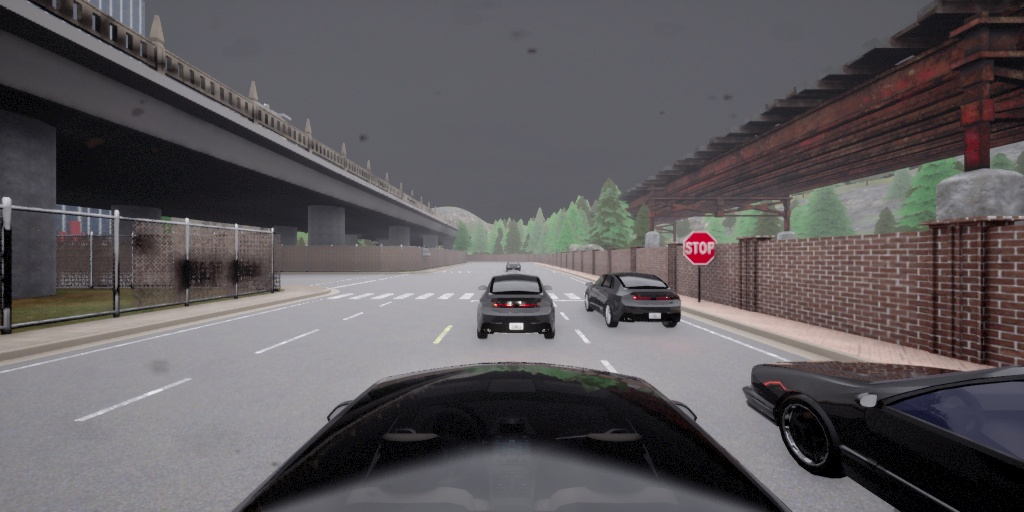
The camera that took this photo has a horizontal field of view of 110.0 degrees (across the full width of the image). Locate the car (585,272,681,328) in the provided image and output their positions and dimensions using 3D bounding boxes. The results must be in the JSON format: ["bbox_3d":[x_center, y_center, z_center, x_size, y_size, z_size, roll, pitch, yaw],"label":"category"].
[{"bbox_3d":[3.596,1.255,11.428,1.837,1.490,4.892,0,0,0],"label":"car"}]

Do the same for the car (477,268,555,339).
[{"bbox_3d":[0.095,1.255,10.067,1.837,1.490,4.892,0,0,0],"label":"car"}]

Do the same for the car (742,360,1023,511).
[{"bbox_3d":[3.600,1.297,1.681,2.033,1.411,5.357,0,0,0],"label":"car"}]

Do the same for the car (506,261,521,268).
[{"bbox_3d":[0.164,1.351,46.346,1.895,1.301,4.718,0,0,-1],"label":"car"}]
